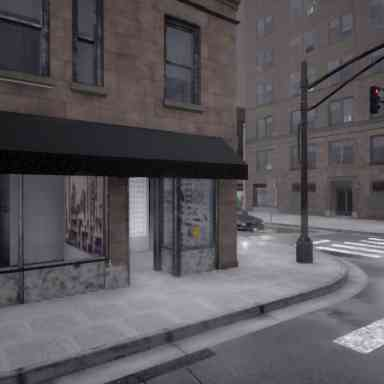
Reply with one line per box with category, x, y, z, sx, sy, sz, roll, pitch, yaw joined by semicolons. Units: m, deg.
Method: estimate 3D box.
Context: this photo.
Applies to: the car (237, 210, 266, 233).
car;1.722;1.538;19.320;2.033;1.411;5.357;0;0;-36
